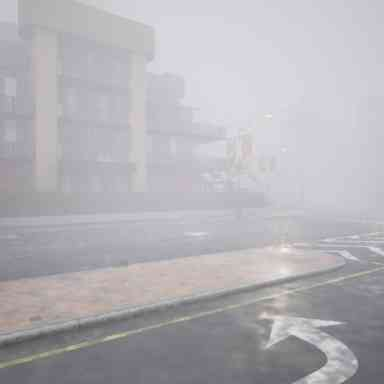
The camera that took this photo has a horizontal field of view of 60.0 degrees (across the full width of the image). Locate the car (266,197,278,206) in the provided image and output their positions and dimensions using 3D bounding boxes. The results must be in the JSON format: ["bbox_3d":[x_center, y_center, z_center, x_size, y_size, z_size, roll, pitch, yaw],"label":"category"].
[{"bbox_3d":[11.453,1.507,53.076,2.128,1.511,4.902,0,0,-34],"label":"car"}]
